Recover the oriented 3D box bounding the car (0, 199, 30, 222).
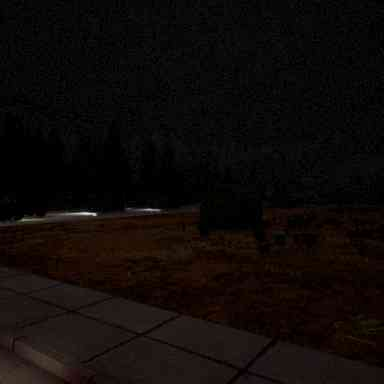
[{"bbox_3d":[-14.855,1.532,24.180,1.837,1.490,4.892,0,0,36],"label":"car"}]

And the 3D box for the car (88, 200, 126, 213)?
[{"bbox_3d":[-9.573,1.591,37.673,1.994,1.385,4.181,0,0,37],"label":"car"}]

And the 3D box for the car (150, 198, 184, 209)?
[{"bbox_3d":[-3.375,1.574,46.056,2.033,1.411,5.357,0,0,37],"label":"car"}]

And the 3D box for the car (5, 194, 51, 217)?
[{"bbox_3d":[-15.468,1.248,29.695,2.150,2.045,5.566,0,0,36],"label":"car"}]
